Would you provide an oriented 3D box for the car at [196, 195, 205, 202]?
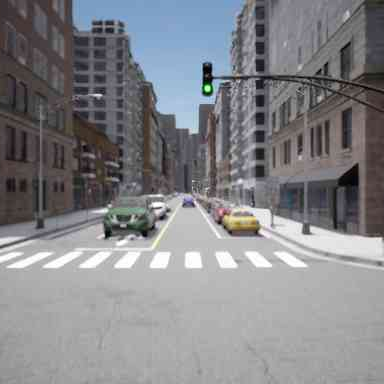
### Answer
[{"bbox_3d":[1.991,1.422,79.635,1.967,1.590,4.097,0,0,-1],"label":"car"}]

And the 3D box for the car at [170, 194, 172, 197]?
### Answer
[{"bbox_3d":[-6.535,1.429,79.536,1.967,1.590,4.097,0,0,-1],"label":"car"}]

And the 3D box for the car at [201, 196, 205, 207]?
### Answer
[{"bbox_3d":[2.442,1.549,40.957,1.887,1.381,4.507,0,0,-1],"label":"car"}]

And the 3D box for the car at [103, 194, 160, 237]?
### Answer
[{"bbox_3d":[-3.249,1.230,18.329,2.150,2.045,5.566,0,0,-1],"label":"car"}]

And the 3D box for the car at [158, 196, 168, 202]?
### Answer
[{"bbox_3d":[-6.468,1.519,73.841,1.752,1.417,4.829,0,0,-1],"label":"car"}]

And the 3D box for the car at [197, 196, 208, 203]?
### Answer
[{"bbox_3d":[2.120,1.541,68.584,2.008,1.369,4.403,0,0,-1],"label":"car"}]

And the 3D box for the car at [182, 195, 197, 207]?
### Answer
[{"bbox_3d":[-0.513,1.529,49.729,1.812,1.442,4.674,0,0,-1],"label":"car"}]

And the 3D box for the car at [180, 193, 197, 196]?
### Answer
[{"bbox_3d":[-0.633,1.490,59.632,2.128,1.511,4.902,0,0,-1],"label":"car"}]

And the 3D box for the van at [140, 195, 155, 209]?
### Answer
[{"bbox_3d":[-6.148,1.351,46.383,1.690,1.788,3.998,0,0,-1],"label":"van"}]

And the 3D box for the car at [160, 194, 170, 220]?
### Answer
[{"bbox_3d":[-3.362,1.231,28.694,2.150,2.045,5.566,0,0,-1],"label":"car"}]

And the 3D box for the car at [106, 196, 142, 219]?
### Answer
[{"bbox_3d":[-5.954,1.327,29.806,2.192,1.841,5.009,0,0,-1],"label":"car"}]

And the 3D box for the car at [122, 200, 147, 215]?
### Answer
[{"bbox_3d":[-6.018,1.563,35.333,2.008,1.369,4.403,0,0,-1],"label":"car"}]

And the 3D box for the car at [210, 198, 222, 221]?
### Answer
[{"bbox_3d":[2.635,1.445,24.379,1.967,1.590,4.097,0,0,-1],"label":"car"}]

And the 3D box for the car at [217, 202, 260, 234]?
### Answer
[{"bbox_3d":[2.698,1.529,19.024,1.752,1.417,4.829,0,0,-1],"label":"car"}]

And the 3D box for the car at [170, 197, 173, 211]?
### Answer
[{"bbox_3d":[-3.430,1.610,38.870,1.895,1.301,4.718,0,0,0],"label":"car"}]

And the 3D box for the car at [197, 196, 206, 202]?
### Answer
[{"bbox_3d":[2.055,1.568,74.110,1.802,1.307,4.206,0,0,-1],"label":"car"}]

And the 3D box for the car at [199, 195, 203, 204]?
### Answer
[{"bbox_3d":[2.378,1.553,46.482,2.008,1.369,4.403,0,0,-1],"label":"car"}]

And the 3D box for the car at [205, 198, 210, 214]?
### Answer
[{"bbox_3d":[2.571,1.556,29.905,2.008,1.369,4.403,0,0,-1],"label":"car"}]

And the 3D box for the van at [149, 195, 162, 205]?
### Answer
[{"bbox_3d":[-6.274,1.346,57.433,1.690,1.788,3.998,0,0,-1],"label":"van"}]

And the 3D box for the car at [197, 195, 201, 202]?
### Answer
[{"bbox_3d":[2.184,1.545,63.059,2.008,1.369,4.403,0,0,-1],"label":"car"}]

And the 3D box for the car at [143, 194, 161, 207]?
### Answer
[{"bbox_3d":[-6.212,1.322,51.909,2.192,1.841,5.009,0,0,-1],"label":"car"}]

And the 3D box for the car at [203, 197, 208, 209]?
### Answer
[{"bbox_3d":[2.507,1.571,35.431,1.947,1.339,4.313,0,0,-1],"label":"car"}]
